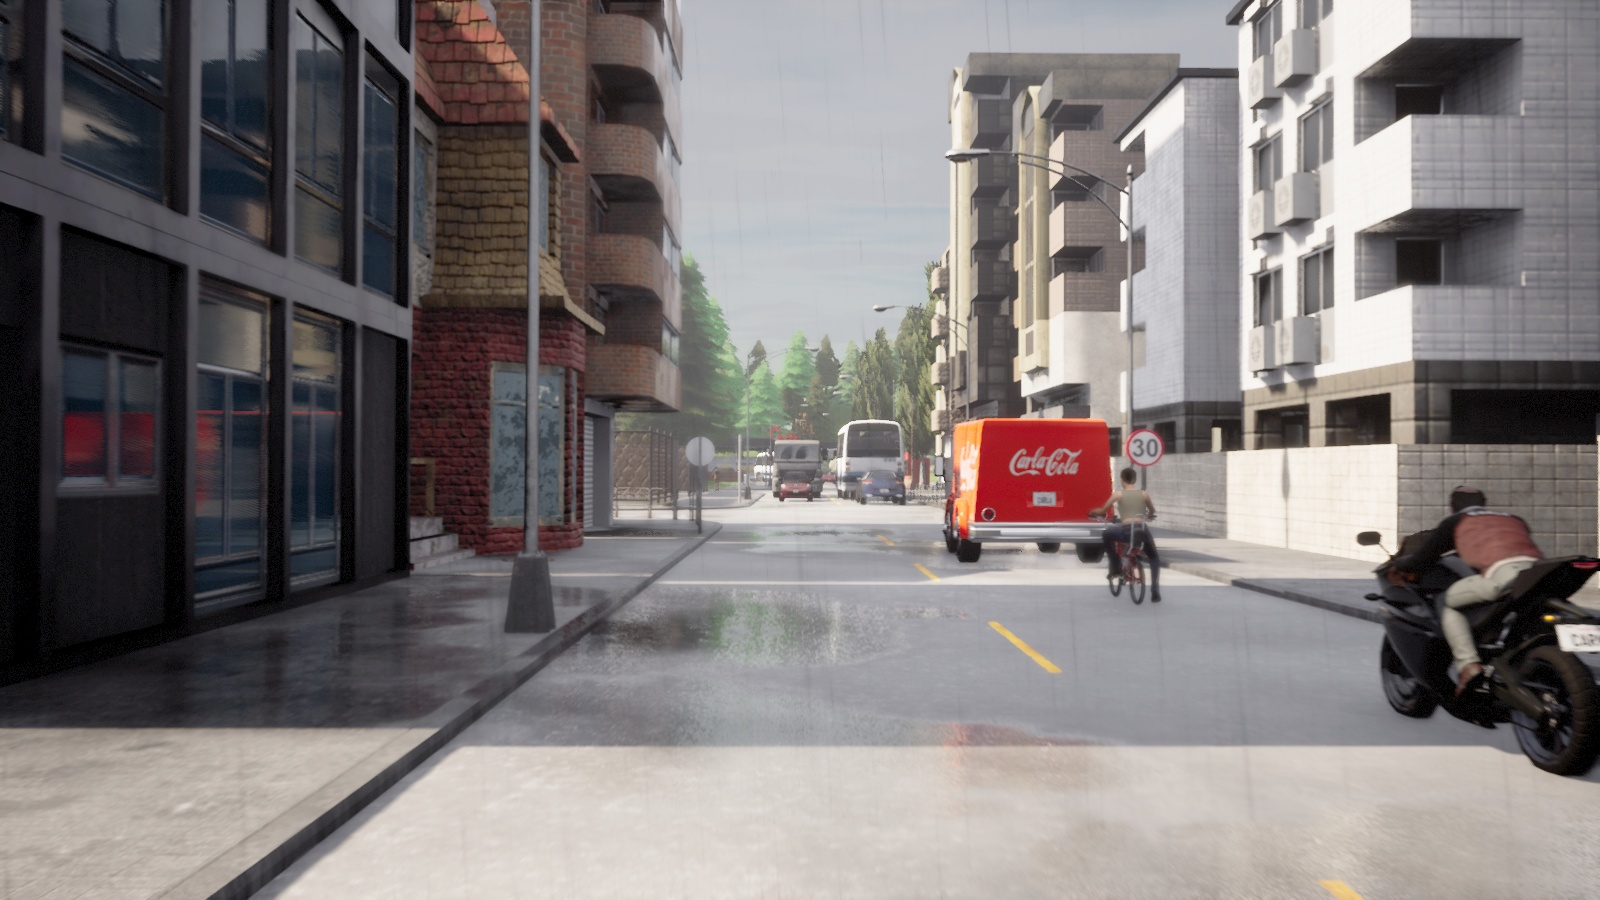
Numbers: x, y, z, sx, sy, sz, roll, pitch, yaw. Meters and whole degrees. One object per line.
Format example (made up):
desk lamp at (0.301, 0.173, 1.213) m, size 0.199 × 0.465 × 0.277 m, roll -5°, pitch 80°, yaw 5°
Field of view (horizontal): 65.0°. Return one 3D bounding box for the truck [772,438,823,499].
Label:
truck at (-0.205, 1.117, 75.493) m, size 2.891 × 3.462 × 7.936 m, roll 0°, pitch -1°, yaw -1°

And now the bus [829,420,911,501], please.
bus at (3.794, 0.630, 71.039) m, size 3.944 × 4.253 × 10.273 m, roll 0°, pitch -1°, yaw -1°

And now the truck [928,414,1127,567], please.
truck at (3.953, 0.702, 22.935) m, size 2.627 × 2.467 × 5.204 m, roll 0°, pitch -1°, yaw -1°

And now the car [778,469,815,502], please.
car at (-0.186, 1.825, 65.360) m, size 1.851 × 1.617 × 3.988 m, roll 0°, pitch -1°, yaw 0°

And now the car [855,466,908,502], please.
car at (3.847, 1.600, 60.165) m, size 2.152 × 1.651 × 5.027 m, roll 0°, pitch -1°, yaw -1°

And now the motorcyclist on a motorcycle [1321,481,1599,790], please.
motorcyclist on a motorcycle at (3.981, 0.960, 7.426) m, size 0.866 × 1.530 × 2.191 m, roll 0°, pitch -1°, yaw 0°

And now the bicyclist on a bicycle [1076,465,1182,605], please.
bicyclist on a bicycle at (3.970, 0.995, 15.287) m, size 0.866 × 1.612 × 1.509 m, roll 0°, pitch -1°, yaw -1°
